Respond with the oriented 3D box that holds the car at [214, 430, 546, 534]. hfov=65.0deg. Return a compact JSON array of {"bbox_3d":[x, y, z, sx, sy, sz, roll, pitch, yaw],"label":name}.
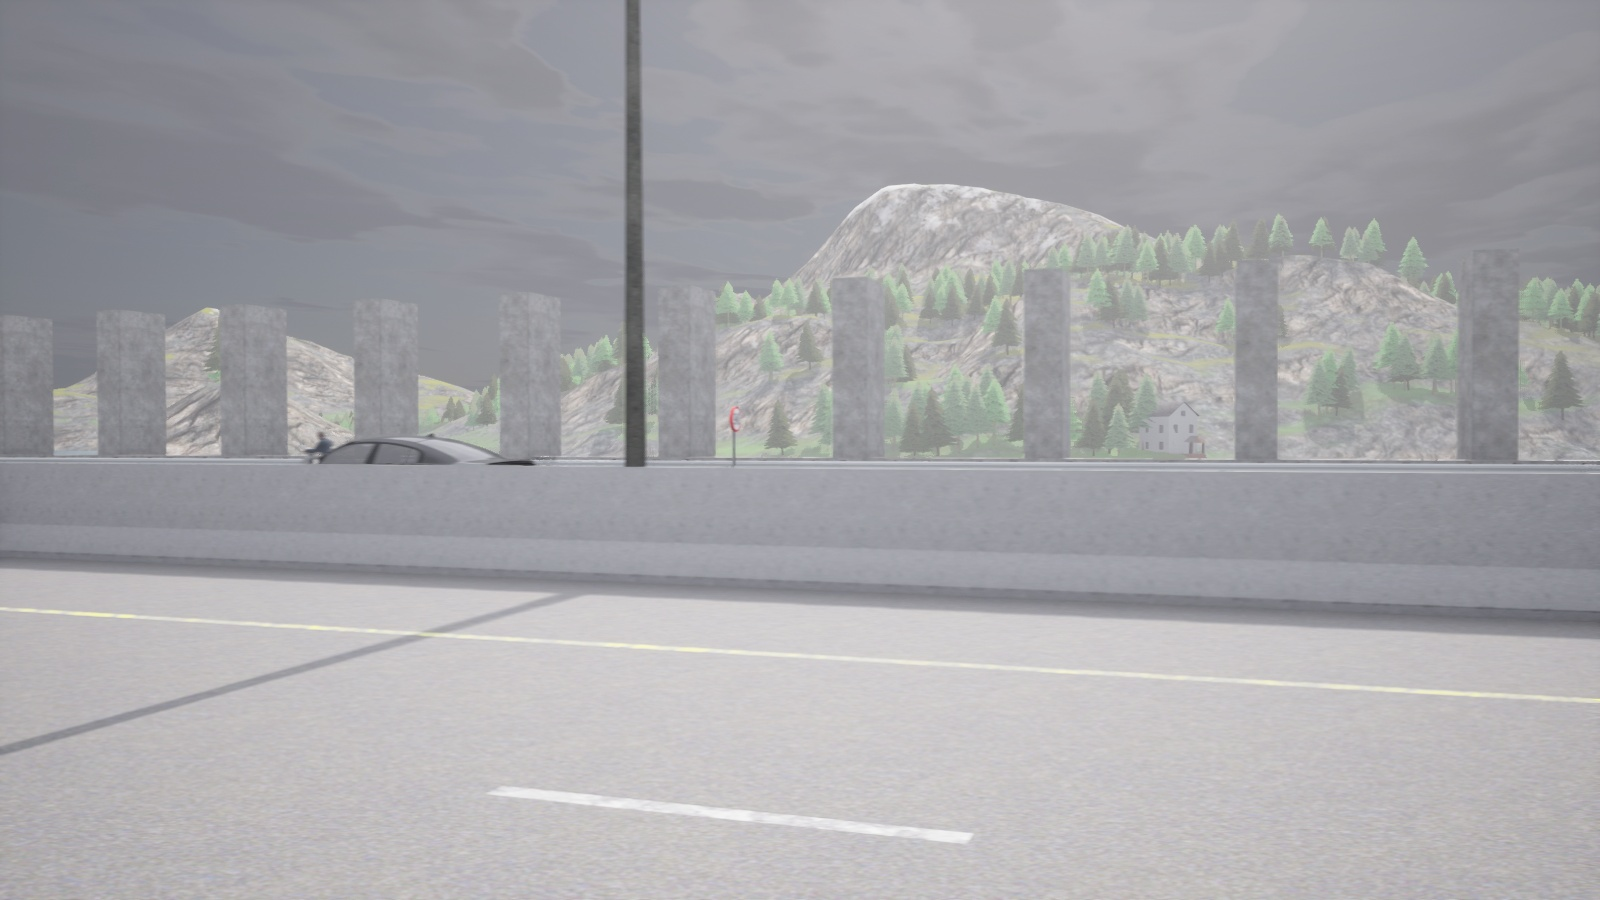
[{"bbox_3d":[-6.813,0.453,20.378,5.008,1.535,1.882,1,1,20],"label":"car"}]
